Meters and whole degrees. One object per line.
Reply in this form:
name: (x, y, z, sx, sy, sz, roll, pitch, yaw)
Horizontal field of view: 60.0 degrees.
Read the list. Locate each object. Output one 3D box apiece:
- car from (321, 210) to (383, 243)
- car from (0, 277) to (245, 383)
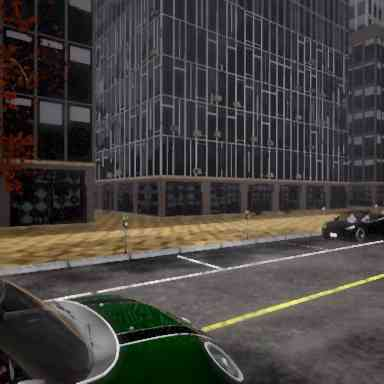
car: (8.141, 1.563, 16.226, 4.313, 1.339, 1.947, 0, 0, -35)
car: (-1.729, 1.351, 2.200, 4.553, 1.767, 2.097, 0, 0, -35)
